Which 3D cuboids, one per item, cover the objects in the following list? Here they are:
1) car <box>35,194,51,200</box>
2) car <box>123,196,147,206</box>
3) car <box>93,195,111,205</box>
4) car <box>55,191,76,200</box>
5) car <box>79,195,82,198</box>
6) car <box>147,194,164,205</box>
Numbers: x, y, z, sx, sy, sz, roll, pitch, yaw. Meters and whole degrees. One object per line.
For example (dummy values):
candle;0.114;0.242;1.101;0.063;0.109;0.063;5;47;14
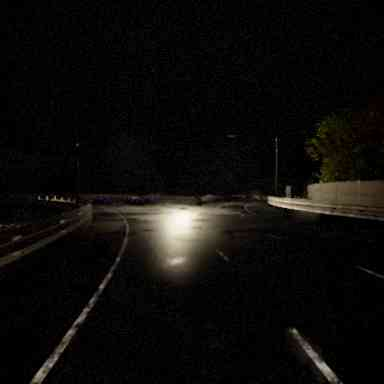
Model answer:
car;-34.959;1.153;77.833;5.008;1.535;1.882;0;0;42
car;-8.742;1.297;49.310;1.994;1.385;4.181;0;0;-27
car;-14.028;1.268;51.784;1.812;1.442;4.674;0;0;-29
car;-30.273;0.876;78.242;5.566;2.045;2.150;0;0;42
car;-28.968;1.175;81.814;4.181;1.385;1.994;0;0;42
car;-5.983;1.058;51.531;2.097;1.767;4.553;-1;0;-27
